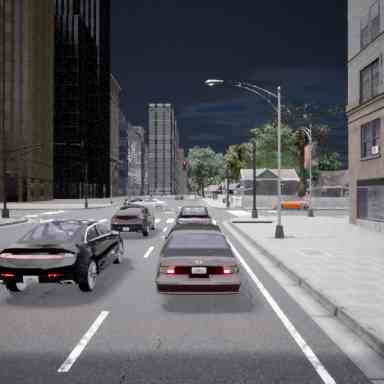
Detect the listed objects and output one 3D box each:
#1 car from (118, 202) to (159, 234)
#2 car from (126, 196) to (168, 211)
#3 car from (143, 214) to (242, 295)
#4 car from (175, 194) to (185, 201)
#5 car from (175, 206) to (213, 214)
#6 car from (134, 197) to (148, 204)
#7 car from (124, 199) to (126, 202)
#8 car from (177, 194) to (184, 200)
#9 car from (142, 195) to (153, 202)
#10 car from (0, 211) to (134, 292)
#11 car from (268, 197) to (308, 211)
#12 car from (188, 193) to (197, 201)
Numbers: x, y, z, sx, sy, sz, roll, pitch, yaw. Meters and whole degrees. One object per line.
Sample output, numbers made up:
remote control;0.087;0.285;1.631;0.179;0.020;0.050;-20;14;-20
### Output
car;-3.131;1.504;18.190;1.837;1.490;4.892;0;0;0
car;-5.322;1.538;41.004;4.674;1.442;1.812;0;0;1
car;0.100;1.545;8.857;2.033;1.411;5.357;0;0;-1
car;-3.161;1.342;83.997;2.097;1.767;4.553;0;0;0
car;0.117;1.491;17.910;2.128;1.511;4.902;0;0;0
car;-9.726;1.595;63.196;1.895;1.301;4.718;0;0;1
car;-9.769;1.487;53.876;2.128;1.511;4.902;0;0;1
car;-3.150;1.311;94.032;1.882;1.535;5.008;0;0;0
car;-9.672;1.517;73.308;1.812;1.442;4.674;0;0;0
car;-3.142;1.492;8.930;2.128;1.511;4.902;0;0;0
car;11.735;1.401;40.813;4.553;1.767;2.097;0;-1;0
car;0.089;1.511;84.023;1.812;1.442;4.674;0;0;0
